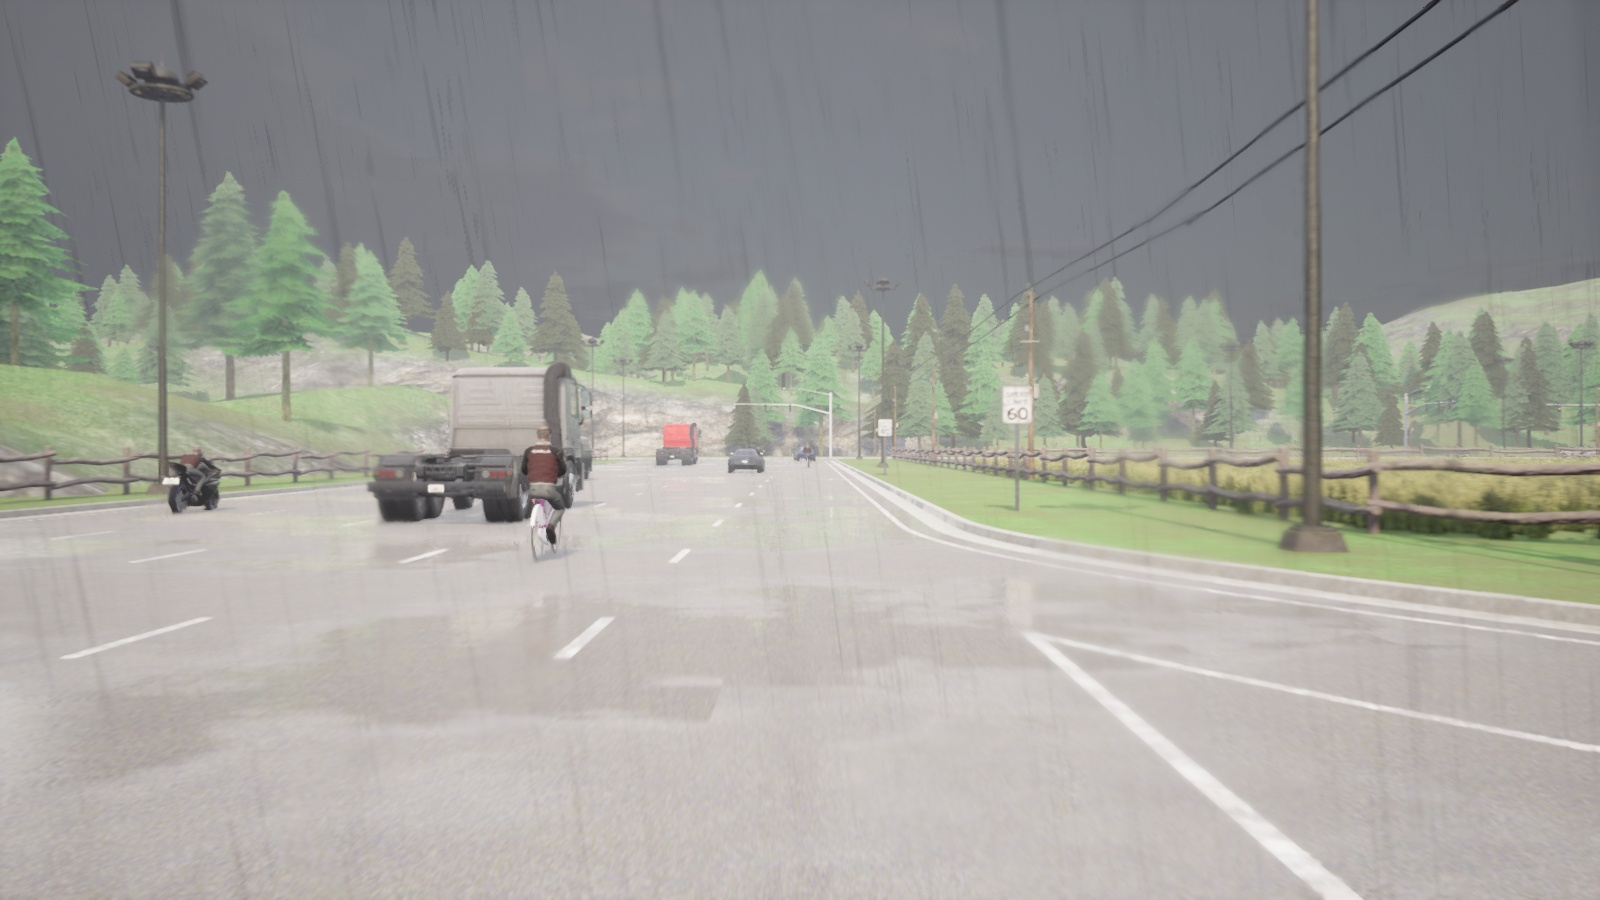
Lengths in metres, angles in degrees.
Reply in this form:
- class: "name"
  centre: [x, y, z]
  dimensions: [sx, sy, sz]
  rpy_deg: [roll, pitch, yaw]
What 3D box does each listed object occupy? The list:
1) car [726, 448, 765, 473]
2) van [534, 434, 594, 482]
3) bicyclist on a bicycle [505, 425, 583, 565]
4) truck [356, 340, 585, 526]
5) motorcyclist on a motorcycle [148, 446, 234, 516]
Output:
- class: "car"
  centre: [-3.074, 0.585, 71.651]
  dimensions: [1.994, 1.385, 4.181]
  rpy_deg: [0, 0, 0]
- class: "van"
  centre: [-10.173, 0.321, 54.423]
  dimensions: [1.775, 1.987, 4.442]
  rpy_deg: [0, 0, 0]
- class: "bicyclist on a bicycle"
  centre: [-3.388, 0.562, 16.783]
  dimensions: [0.659, 1.776, 1.843]
  rpy_deg: [0, 0, 0]
- class: "truck"
  centre: [-6.827, -0.326, 27.400]
  dimensions: [2.891, 3.462, 7.936]
  rpy_deg: [0, 0, 0]
- class: "motorcyclist on a motorcycle"
  centre: [-13.821, 0.681, 28.579]
  dimensions: [0.866, 1.530, 2.191]
  rpy_deg: [0, 0, 0]
